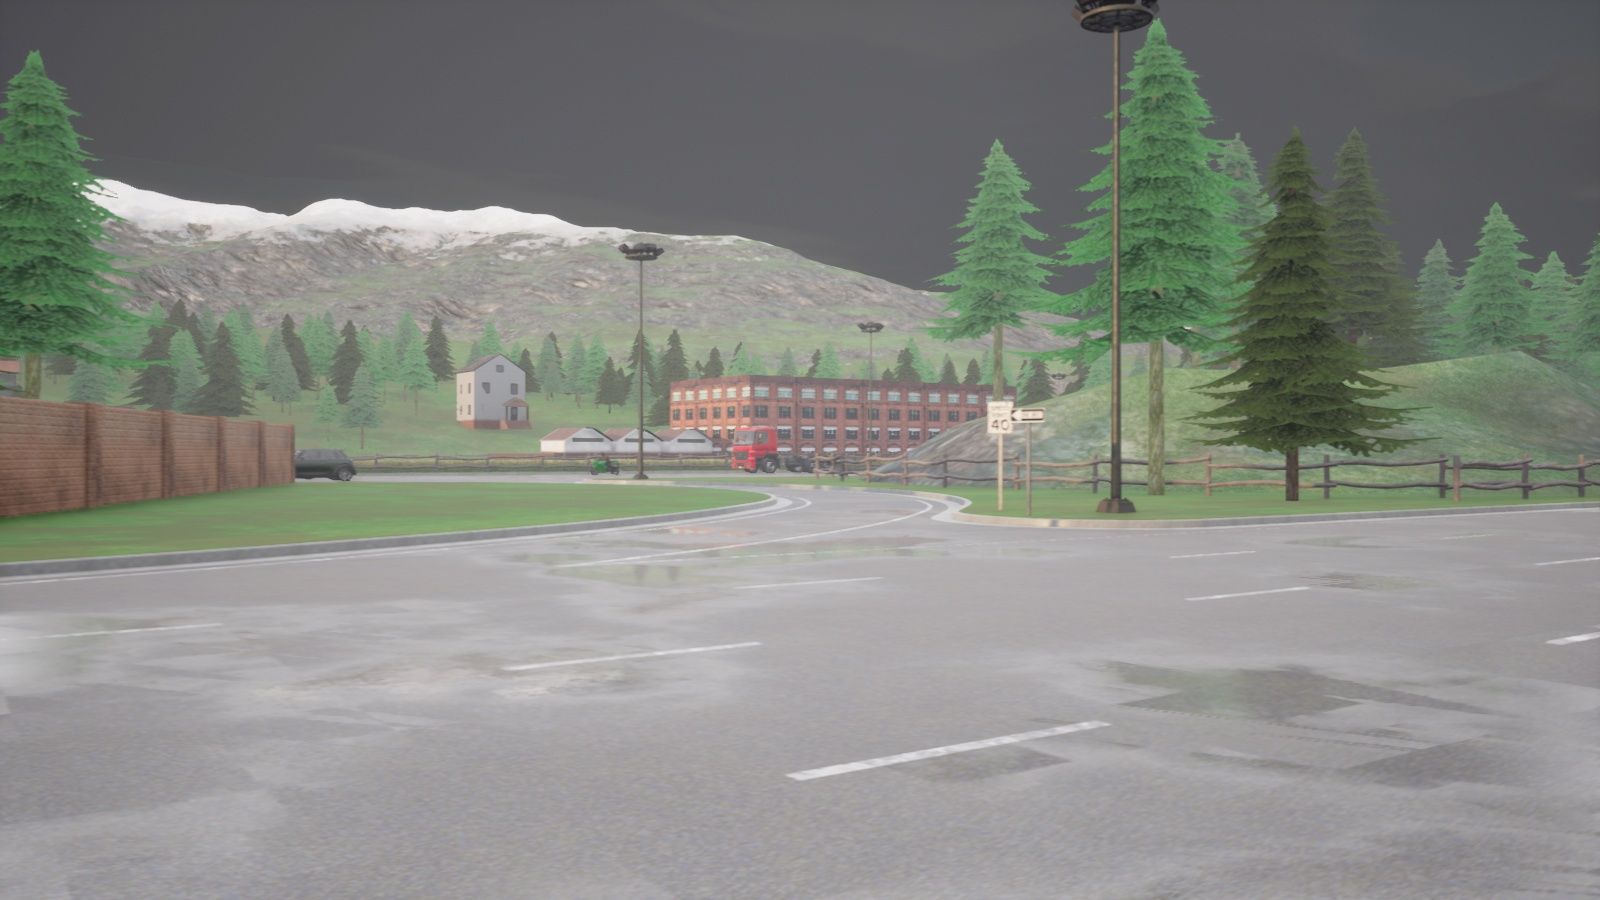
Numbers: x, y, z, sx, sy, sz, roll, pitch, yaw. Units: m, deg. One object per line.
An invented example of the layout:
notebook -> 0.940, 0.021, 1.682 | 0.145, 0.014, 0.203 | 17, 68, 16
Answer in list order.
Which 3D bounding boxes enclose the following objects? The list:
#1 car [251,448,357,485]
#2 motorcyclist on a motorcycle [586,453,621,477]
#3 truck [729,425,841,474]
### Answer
car -> -24.783, 0.809, 62.751 | 4.553, 1.767, 2.097 | 0, 0, -35
motorcyclist on a motorcycle -> -12.496, 0.948, 79.768 | 2.044, 1.523, 0.797 | 0, 0, -35
truck -> -1.042, -0.009, 91.956 | 7.936, 3.462, 2.891 | 0, 0, -35
